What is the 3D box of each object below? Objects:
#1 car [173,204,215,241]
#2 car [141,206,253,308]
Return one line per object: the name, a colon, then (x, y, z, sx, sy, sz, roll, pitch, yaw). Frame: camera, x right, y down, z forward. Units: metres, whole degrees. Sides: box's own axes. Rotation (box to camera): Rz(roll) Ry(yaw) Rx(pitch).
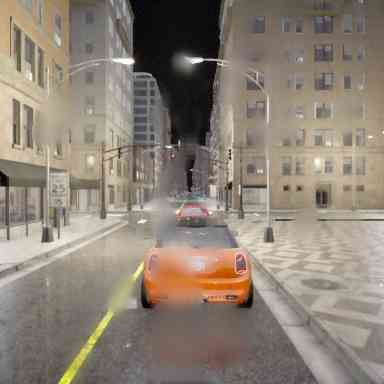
car: (0.084, 1.477, 17.656, 1.882, 1.535, 5.008, 0, 0, 0)
car: (0.089, 1.352, 8.056, 2.097, 1.767, 4.553, 0, 0, 0)
